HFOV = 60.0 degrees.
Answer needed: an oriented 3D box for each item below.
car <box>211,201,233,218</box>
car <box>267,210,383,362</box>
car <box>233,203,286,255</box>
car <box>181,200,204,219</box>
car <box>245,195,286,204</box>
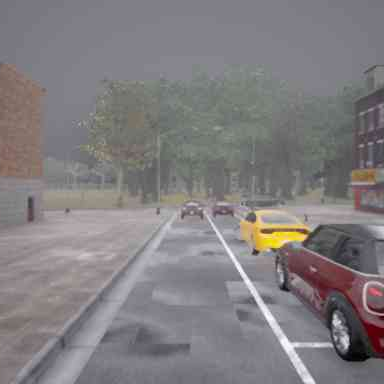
[{"bbox_3d":[2.626,1.442,29.250,1.887,1.381,4.507,-1,0,0],"label":"car"},{"bbox_3d":[2.988,1.328,6.041,2.097,1.767,4.553,0,0,0],"label":"car"},{"bbox_3d":[3.009,1.428,13.088,1.882,1.535,5.008,0,0,0],"label":"car"},{"bbox_3d":[0.058,1.427,28.207,1.812,1.442,4.674,0,0,2],"label":"car"},{"bbox_3d":[8.813,1.149,40.108,4.892,1.490,1.837,-2,1,2],"label":"car"}]
